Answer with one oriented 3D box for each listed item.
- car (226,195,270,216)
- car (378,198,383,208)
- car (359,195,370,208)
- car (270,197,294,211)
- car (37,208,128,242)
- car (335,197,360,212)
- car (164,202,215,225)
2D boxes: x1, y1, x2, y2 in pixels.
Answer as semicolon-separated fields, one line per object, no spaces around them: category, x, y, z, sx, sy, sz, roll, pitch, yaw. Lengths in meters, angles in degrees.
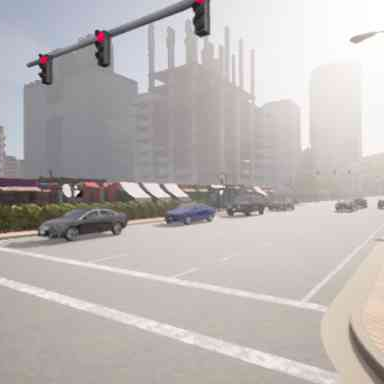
car;5.533;1.322;33.708;2.150;2.045;5.566;0;0;34
car;27.504;1.520;47.096;2.128;1.511;4.902;0;0;34
car;24.494;1.558;48.904;1.837;1.490;4.892;0;0;34
car;11.329;1.453;42.207;2.097;1.767;4.553;0;0;34
car;-5.528;1.590;17.364;2.128;1.511;4.902;0;0;34
car;18.791;1.653;40.464;1.895;1.301;4.718;0;0;34
car;-0.119;1.577;25.352;1.882;1.535;5.008;0;0;34
